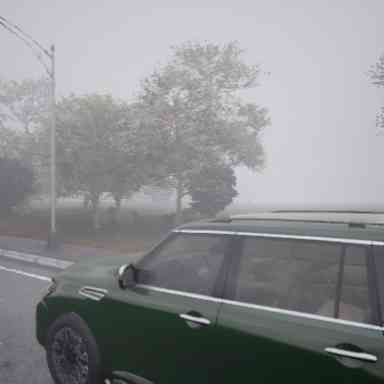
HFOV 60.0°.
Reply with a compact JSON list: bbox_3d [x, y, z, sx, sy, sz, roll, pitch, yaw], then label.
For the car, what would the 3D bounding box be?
[{"bbox_3d":[0.708,1.217,3.444,5.566,2.045,2.150,0,0,35],"label":"car"}]
